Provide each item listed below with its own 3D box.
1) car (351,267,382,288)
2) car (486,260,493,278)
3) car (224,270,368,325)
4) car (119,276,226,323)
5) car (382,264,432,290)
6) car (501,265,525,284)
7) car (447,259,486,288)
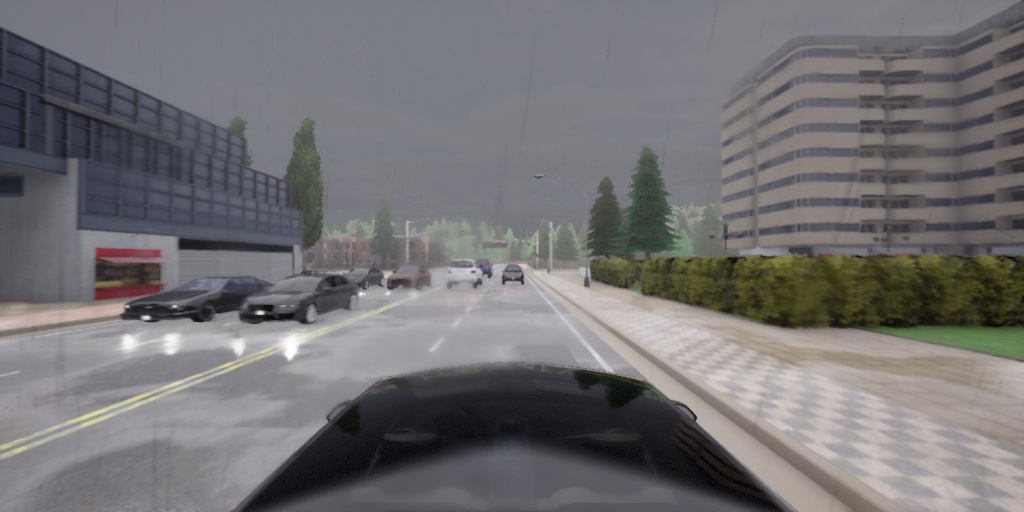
[{"bbox_3d":[-10.525,1.546,25.343,1.837,1.490,4.892,0,-1,1],"label":"car"},{"bbox_3d":[-3.417,1.457,41.455,2.150,2.045,5.566,0,-1,0],"label":"car"},{"bbox_3d":[-7.034,1.387,12.477,1.837,1.490,4.892,0,-1,0],"label":"car"},{"bbox_3d":[-10.529,1.436,13.007,2.033,1.411,5.357,0,-1,1],"label":"car"},{"bbox_3d":[-7.029,1.387,24.991,2.097,1.767,4.553,0,-1,0],"label":"car"},{"bbox_3d":[0.094,1.599,30.773,2.128,1.511,4.902,0,-1,0],"label":"car"},{"bbox_3d":[-3.423,1.277,26.716,2.150,2.045,5.566,0,-1,0],"label":"car"}]
